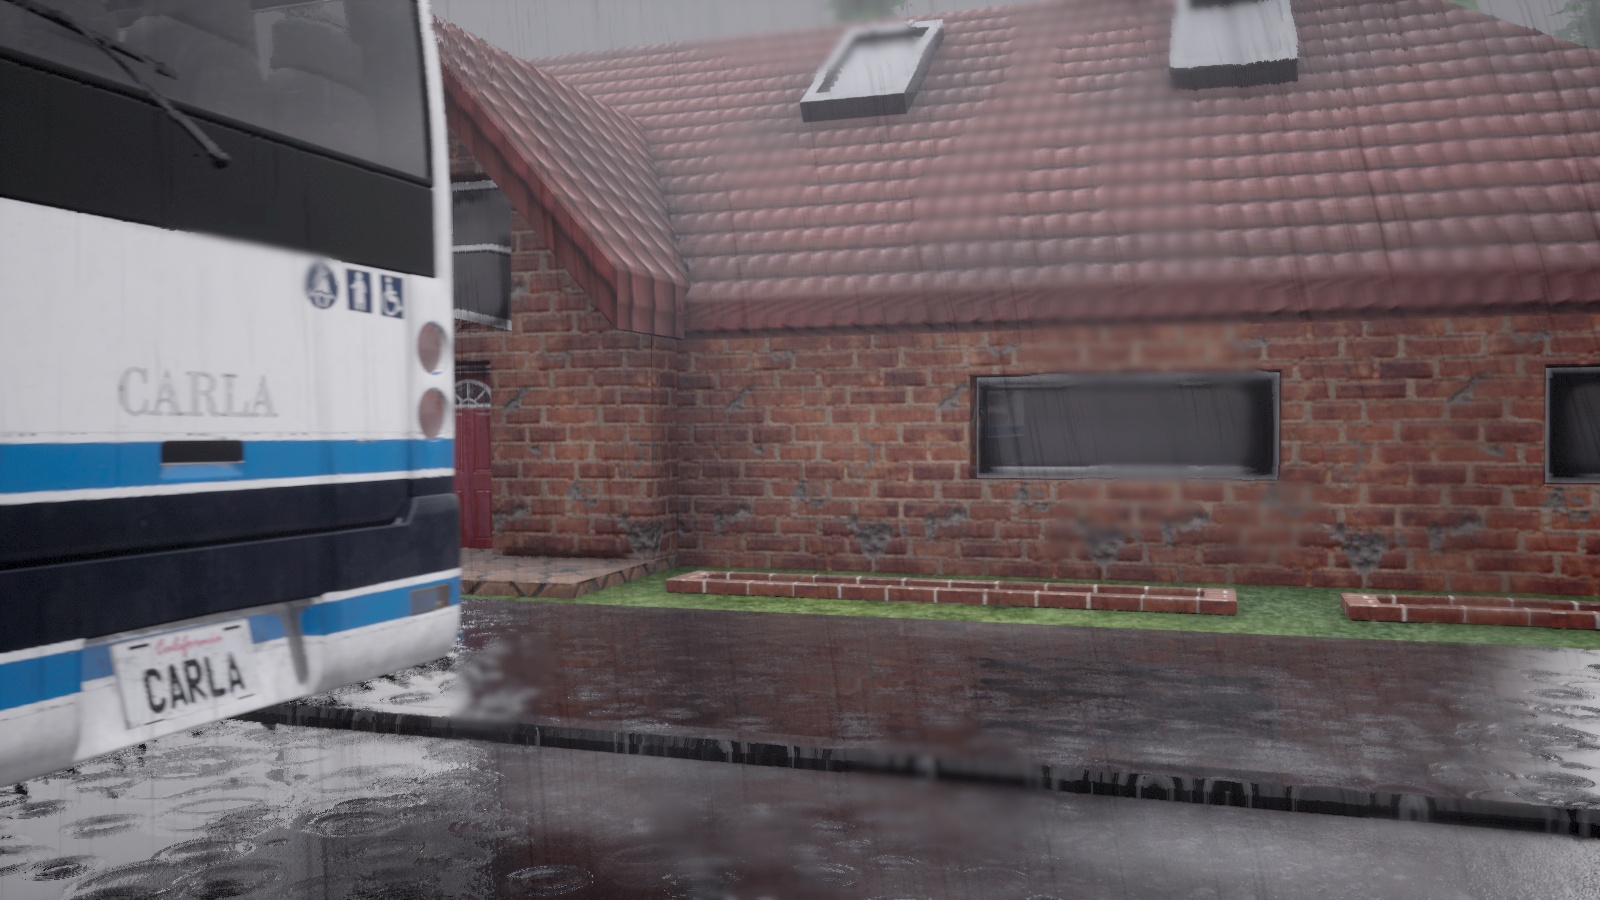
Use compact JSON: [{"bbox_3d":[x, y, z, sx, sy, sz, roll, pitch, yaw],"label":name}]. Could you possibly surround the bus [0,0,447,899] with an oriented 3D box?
[{"bbox_3d":[-7.293,-0.676,6.146,10.273,4.253,3.944,1,1,19],"label":"bus"}]
